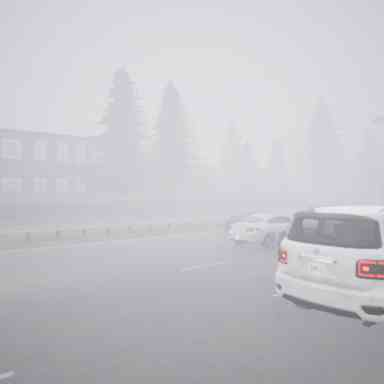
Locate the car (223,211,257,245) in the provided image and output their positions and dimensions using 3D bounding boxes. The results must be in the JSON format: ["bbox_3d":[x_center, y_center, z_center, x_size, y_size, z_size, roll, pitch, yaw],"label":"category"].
[{"bbox_3d":[3.733,1.700,15.419,4.674,1.442,1.812,0,-1,-38],"label":"car"}]

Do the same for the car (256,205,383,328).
[{"bbox_3d":[4.093,1.276,6.872,5.566,2.045,2.150,0,-1,-37],"label":"car"}]

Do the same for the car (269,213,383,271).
[{"bbox_3d":[5.145,1.618,12.075,4.892,1.490,1.837,0,-1,-37],"label":"car"}]

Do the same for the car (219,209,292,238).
[{"bbox_3d":[3.874,1.797,19.914,4.181,1.385,1.994,0,-1,-37],"label":"car"}]
